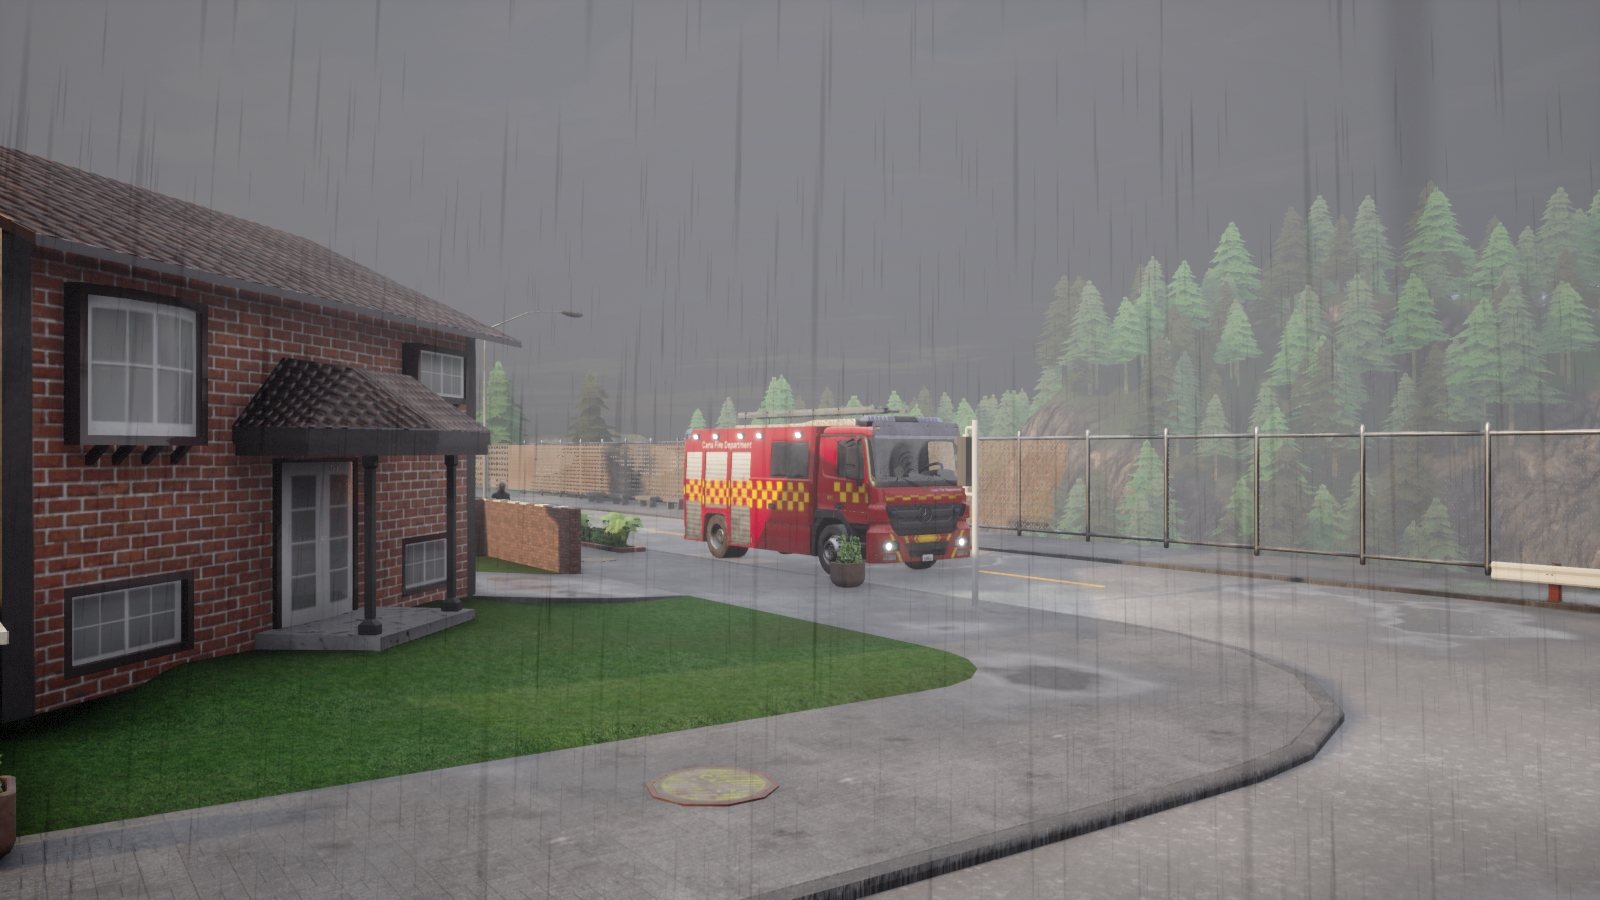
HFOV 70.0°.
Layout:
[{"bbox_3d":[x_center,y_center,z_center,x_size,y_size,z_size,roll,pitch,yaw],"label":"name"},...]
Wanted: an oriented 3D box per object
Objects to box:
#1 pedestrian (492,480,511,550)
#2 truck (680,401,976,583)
[{"bbox_3d":[-8.022,1.745,30.712,0.375,1.860,0.375,0,0,-34],"label":"pedestrian"},{"bbox_3d":[0.353,0.890,28.322,2.891,3.827,8.468,0,0,-35],"label":"truck"}]
